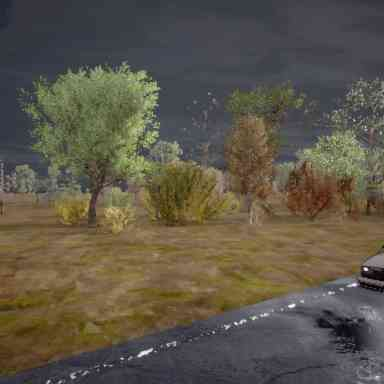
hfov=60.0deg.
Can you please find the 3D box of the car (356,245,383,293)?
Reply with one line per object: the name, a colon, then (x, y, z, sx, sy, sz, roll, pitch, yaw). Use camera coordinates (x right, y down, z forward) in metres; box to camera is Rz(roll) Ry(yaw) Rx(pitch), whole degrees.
car: (6.077, 1.547, 7.948, 5.357, 1.411, 2.033, 0, 0, -37)
